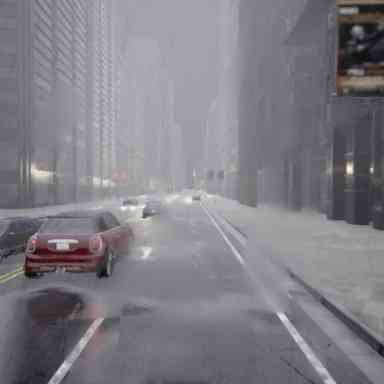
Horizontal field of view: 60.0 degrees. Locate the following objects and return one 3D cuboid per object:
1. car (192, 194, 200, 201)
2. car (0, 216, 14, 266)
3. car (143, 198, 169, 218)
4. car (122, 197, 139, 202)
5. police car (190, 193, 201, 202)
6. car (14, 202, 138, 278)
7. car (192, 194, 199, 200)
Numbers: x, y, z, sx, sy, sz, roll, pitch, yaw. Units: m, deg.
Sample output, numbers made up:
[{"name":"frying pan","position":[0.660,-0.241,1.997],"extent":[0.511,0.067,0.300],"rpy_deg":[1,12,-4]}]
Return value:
[{"name":"car","position":[0.985,1.349,84.508],"extent":[1.837,1.490,4.892],"rpy_deg":[0,0,0]},{"name":"car","position":[-6.598,1.537,11.440],"extent":[2.033,1.411,5.357],"rpy_deg":[0,0,0]},{"name":"car","position":[-3.145,1.531,29.313],"extent":[1.994,1.385,4.181],"rpy_deg":[0,0,0]},{"name":"car","position":[-9.782,1.519,52.862],"extent":[1.895,1.301,4.718],"rpy_deg":[0,0,1]},{"name":"police car","position":[0.984,1.292,74.617],"extent":[1.930,1.638,5.238],"rpy_deg":[0,0,0]},{"name":"car","position":[-3.147,1.343,10.230],"extent":[2.097,1.767,4.553],"rpy_deg":[0,0,0]},{"name":"car","position":[0.986,1.333,90.508],"extent":[1.837,1.490,4.892],"rpy_deg":[0,0,0]}]
